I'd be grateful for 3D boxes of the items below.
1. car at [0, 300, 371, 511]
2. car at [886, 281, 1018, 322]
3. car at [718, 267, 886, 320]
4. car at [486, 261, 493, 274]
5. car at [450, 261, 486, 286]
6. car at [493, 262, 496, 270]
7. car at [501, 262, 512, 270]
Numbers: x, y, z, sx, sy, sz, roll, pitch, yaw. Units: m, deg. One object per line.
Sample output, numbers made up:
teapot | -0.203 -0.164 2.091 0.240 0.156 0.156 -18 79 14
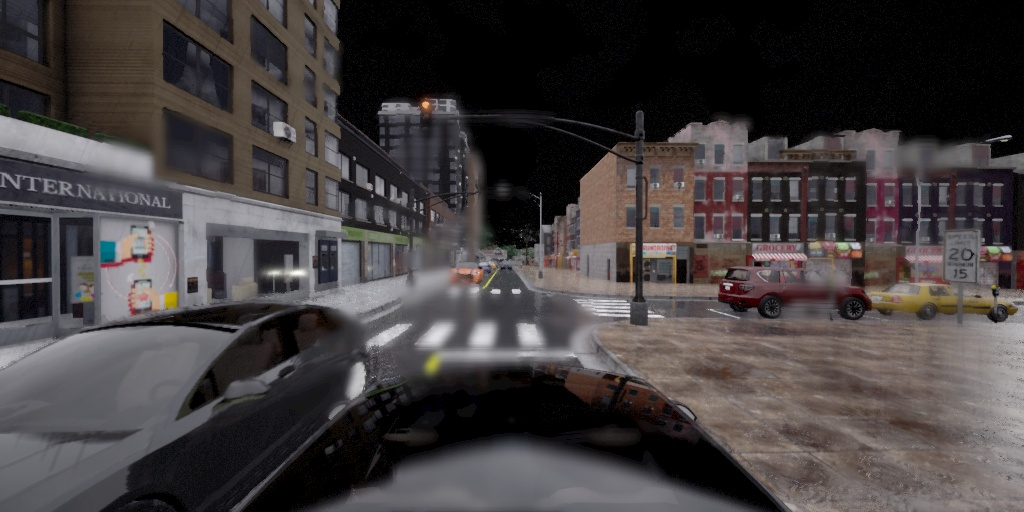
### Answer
car | -2.875 1.254 3.236 1.837 1.490 4.892 0 0 -1
car | 16.304 1.659 13.789 4.829 1.417 1.751 0 0 -1
car | 10.589 1.346 13.698 5.009 1.841 2.192 0 0 -1
car | -3.599 1.466 44.001 1.812 1.442 4.674 0 -1 -1
car | -3.224 1.166 26.043 2.097 1.767 4.553 0 0 -2
car | -3.837 1.682 62.682 1.882 1.535 5.008 0 -1 -1
car | -0.989 1.773 62.948 1.895 1.301 4.718 0 -1 -1
